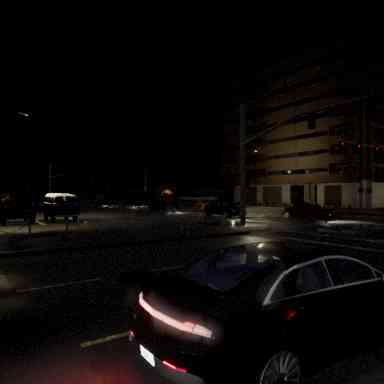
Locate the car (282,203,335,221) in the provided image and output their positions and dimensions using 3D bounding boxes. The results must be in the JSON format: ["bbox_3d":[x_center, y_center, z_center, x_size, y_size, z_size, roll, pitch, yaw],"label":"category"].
[{"bbox_3d":[9.563,1.612,27.542,1.994,1.385,4.181,0,0,-37],"label":"car"}]

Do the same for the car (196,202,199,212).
[{"bbox_3d":[2.378,1.530,37.850,1.882,1.535,5.008,0,0,-34],"label":"car"}]

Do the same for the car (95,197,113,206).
[{"bbox_3d":[-15.201,1.617,57.531,1.994,1.385,4.181,0,0,-34],"label":"car"}]

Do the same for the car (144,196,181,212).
[{"bbox_3d":[-3.403,1.600,40.111,2.033,1.411,5.357,0,0,-34],"label":"car"}]

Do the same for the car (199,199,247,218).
[{"bbox_3d":[2.985,1.578,30.750,1.812,1.442,4.674,0,0,-34],"label":"car"}]

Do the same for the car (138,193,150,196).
[{"bbox_3d":[-10.497,1.273,69.458,2.150,2.045,5.566,0,0,-34],"label":"car"}]

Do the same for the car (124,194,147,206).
[{"bbox_3d":[-9.869,1.559,55.865,1.837,1.490,4.892,0,-1,-34],"label":"car"}]

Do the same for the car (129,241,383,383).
[{"bbox_3d":[1.539,1.491,4.841,4.902,1.511,2.128,0,0,-34],"label":"car"}]

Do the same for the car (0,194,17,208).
[{"bbox_3d":[-31.485,1.208,56.509,1.932,1.855,4.605,0,0,-34],"label":"car"}]
